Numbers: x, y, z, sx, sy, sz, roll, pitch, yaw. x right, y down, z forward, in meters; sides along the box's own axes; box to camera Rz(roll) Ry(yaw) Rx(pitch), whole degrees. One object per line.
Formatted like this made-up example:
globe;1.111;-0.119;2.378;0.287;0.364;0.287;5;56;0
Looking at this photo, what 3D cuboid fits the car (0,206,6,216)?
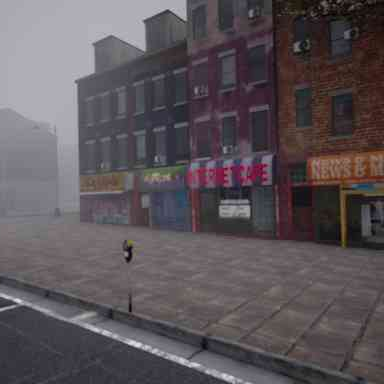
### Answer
car;-17.862;1.574;26.974;1.837;1.490;4.892;-2;-1;36
